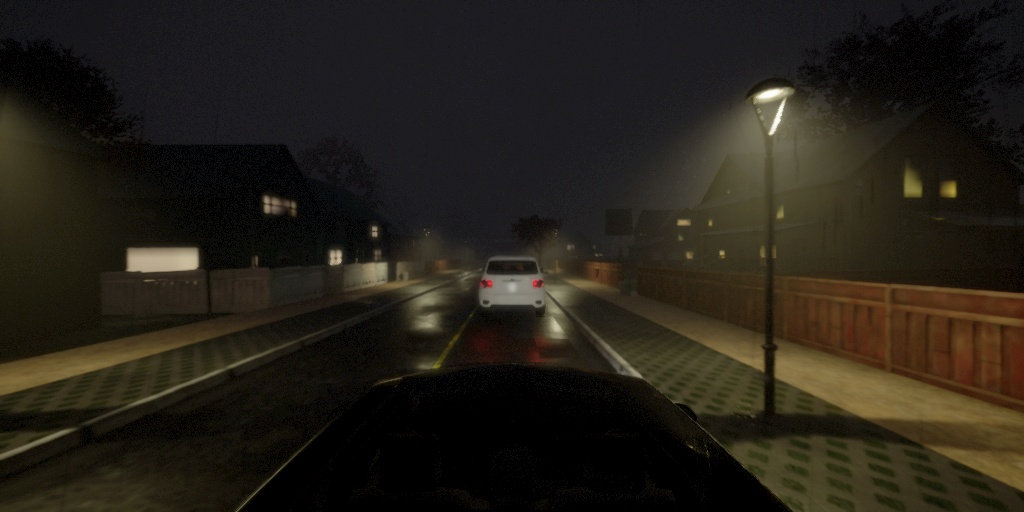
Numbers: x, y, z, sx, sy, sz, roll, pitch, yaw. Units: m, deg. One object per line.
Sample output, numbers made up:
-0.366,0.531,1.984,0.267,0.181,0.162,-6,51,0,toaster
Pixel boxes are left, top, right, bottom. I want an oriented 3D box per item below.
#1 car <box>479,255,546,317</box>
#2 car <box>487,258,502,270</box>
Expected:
0.032,0.993,13.434,2.150,2.045,5.566,0,0,0,car
-2.813,1.207,57.527,2.097,1.767,4.553,0,0,1,car
